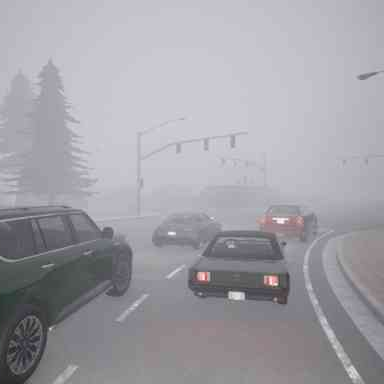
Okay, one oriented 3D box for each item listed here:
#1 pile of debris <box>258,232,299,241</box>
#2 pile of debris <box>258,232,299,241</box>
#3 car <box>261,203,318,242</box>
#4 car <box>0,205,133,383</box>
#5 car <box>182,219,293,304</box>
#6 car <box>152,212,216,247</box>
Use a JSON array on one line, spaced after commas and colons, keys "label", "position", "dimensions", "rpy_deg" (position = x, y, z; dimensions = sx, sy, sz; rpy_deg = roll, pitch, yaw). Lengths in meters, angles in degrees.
[{"label": "pile of debris", "position": [4.247, 2.141, 16.199], "dimensions": [1.500, 0.140, 1.860], "rpy_deg": [0, 0, 29]}, {"label": "pile of debris", "position": [4.247, 2.141, 16.199], "dimensions": [1.500, 0.140, 1.860], "rpy_deg": [0, 0, 29]}, {"label": "car", "position": [4.867, 1.316, 16.437], "dimensions": [2.097, 1.767, 4.553], "rpy_deg": [0, 0, 28]}, {"label": "car", "position": [-2.774, 1.222, 5.591], "dimensions": [2.150, 2.045, 5.566], "rpy_deg": [0, 0, 8]}, {"label": "car", "position": [1.354, 1.587, 8.176], "dimensions": [1.895, 1.301, 4.718], "rpy_deg": [0, 0, 14]}, {"label": "car", "position": [-0.071, 1.544, 14.540], "dimensions": [1.994, 1.385, 4.181], "rpy_deg": [0, 0, 20]}]
